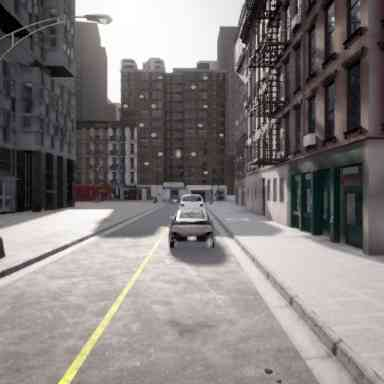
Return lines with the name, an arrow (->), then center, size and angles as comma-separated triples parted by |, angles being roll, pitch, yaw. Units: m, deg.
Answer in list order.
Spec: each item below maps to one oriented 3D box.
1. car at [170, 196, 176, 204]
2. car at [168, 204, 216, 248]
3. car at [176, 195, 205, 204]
car -> -3.000, 1.437, 60.649 | 2.128, 1.511, 4.902 | 0, 0, 0
car -> 0.000, 1.489, 14.646 | 2.128, 1.511, 4.902 | 0, 0, 0
car -> 0.000, 1.236, 29.675 | 2.150, 2.045, 5.566 | 0, 0, 0
